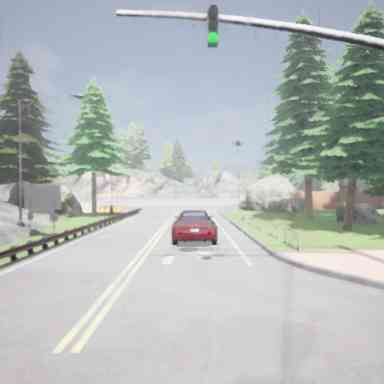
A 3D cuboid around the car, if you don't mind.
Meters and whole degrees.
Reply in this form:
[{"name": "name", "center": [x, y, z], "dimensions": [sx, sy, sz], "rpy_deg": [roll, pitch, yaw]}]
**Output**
[{"name": "car", "center": [0.104, 1.525, 15.492], "dimensions": [1.994, 1.385, 4.181], "rpy_deg": [-1, 0, 0]}]
